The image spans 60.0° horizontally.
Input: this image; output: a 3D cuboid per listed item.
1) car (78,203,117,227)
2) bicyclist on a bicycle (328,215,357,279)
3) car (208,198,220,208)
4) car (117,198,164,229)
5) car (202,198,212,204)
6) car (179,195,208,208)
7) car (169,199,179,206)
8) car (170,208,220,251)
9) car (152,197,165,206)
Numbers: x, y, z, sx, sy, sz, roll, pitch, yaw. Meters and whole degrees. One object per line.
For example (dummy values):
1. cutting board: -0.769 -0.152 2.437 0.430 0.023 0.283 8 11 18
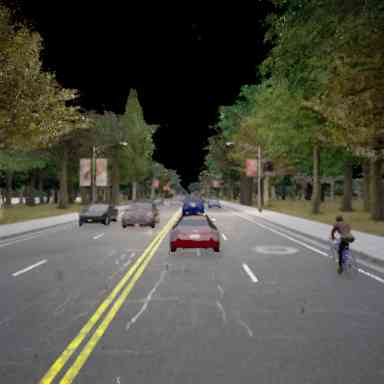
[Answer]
1. car: -6.580 1.565 23.911 1.882 1.535 5.008 0 0 0
2. bicyclist on a bicycle: 4.148 1.483 9.209 0.582 1.620 1.656 0 -1 0
3. car: 3.387 1.794 51.757 2.033 1.411 5.357 0 0 0
4. car: -3.331 1.433 22.373 2.097 1.767 4.553 0 0 0
5. car: 3.301 1.959 73.339 1.994 1.385 4.181 0 0 0
6. car: 0.124 1.353 32.949 2.150 2.045 5.566 0 0 0
7. car: -3.218 1.928 63.193 1.895 1.301 4.718 0 0 1
8. car: 0.110 1.612 14.267 1.994 1.385 4.181 0 0 0
9. car: -6.467 1.833 64.888 2.128 1.511 4.902 0 0 1
